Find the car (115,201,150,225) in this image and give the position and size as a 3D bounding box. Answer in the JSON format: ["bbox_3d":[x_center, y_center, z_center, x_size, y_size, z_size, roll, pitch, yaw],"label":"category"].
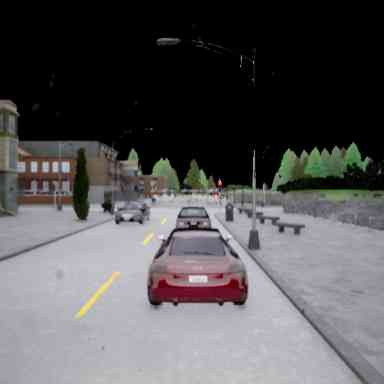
[{"bbox_3d":[-4.081,1.406,23.396,2.128,1.511,4.902,0,0,0],"label":"car"}]

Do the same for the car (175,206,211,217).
[{"bbox_3d":[0.070,1.482,17.832,2.033,1.411,5.357,0,0,0],"label":"car"}]

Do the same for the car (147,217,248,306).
[{"bbox_3d":[0.092,1.534,8.021,1.994,1.385,4.181,0,0,-1],"label":"car"}]
